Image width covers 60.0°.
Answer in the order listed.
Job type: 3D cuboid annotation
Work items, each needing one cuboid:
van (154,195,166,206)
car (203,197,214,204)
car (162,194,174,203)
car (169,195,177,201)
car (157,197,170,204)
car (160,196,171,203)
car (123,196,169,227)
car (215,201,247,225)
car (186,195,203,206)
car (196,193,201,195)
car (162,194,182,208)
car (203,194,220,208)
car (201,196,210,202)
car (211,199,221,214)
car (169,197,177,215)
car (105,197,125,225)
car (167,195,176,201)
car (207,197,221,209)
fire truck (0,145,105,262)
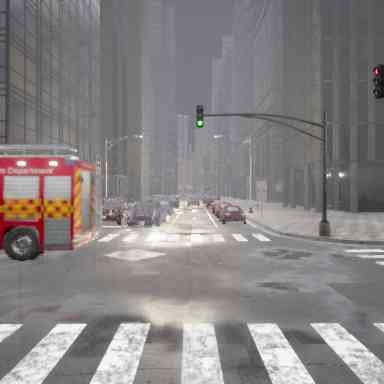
[{"bbox_3d":[-5.472,1.368,57.643,1.690,1.788,3.998,0,0,0],"label":"van"},{"bbox_3d":[3.081,1.597,63.236,1.947,1.339,4.313,0,0,0],"label":"car"},{"bbox_3d":[-5.387,1.355,74.500,2.192,1.841,5.009,0,0,0],"label":"car"},{"bbox_3d":[-5.302,1.600,91.355,1.887,1.381,4.507,0,0,0],"label":"car"},{"bbox_3d":[-5.444,1.582,63.262,2.008,1.369,4.403,0,0,0],"label":"car"},{"bbox_3d":[-5.415,1.601,68.880,1.947,1.339,4.313,0,0,0],"label":"car"},{"bbox_3d":[-3.038,1.358,22.868,2.097,1.767,4.553,0,0,2],"label":"car"},{"bbox_3d":[2.883,1.589,23.908,1.802,1.307,4.206,0,0,0],"label":"car"},{"bbox_3d":[0.273,1.572,54.156,2.033,1.411,5.357,0,0,0],"label":"car"},{"bbox_3d":[0.325,1.537,64.570,1.837,1.490,4.892,0,0,0],"label":"car"},{"bbox_3d":[-2.840,1.498,47.966,1.882,1.535,5.008,0,0,1],"label":"car"},{"bbox_3d":[2.997,1.334,46.381,2.192,1.841,5.009,0,0,0],"label":"car"},{"bbox_3d":[3.166,1.611,80.090,1.947,1.339,4.313,0,0,0],"label":"car"},{"bbox_3d":[2.912,1.591,29.526,1.802,1.307,4.206,0,0,0],"label":"car"},{"bbox_3d":[-2.925,1.559,33.933,2.033,1.411,5.357,0,0,0],"label":"car"},{"bbox_3d":[-5.641,1.322,23.931,2.192,1.841,5.009,0,0,0],"label":"car"},{"bbox_3d":[-5.330,1.490,85.737,1.967,1.590,4.097,0,0,0],"label":"car"},{"bbox_3d":[2.940,1.557,35.144,1.887,1.381,4.507,0,0,0],"label":"car"},{"bbox_3d":[-7.859,0.336,11.953,8.468,3.827,2.891,0,0,0],"label":"fire truck"}]
